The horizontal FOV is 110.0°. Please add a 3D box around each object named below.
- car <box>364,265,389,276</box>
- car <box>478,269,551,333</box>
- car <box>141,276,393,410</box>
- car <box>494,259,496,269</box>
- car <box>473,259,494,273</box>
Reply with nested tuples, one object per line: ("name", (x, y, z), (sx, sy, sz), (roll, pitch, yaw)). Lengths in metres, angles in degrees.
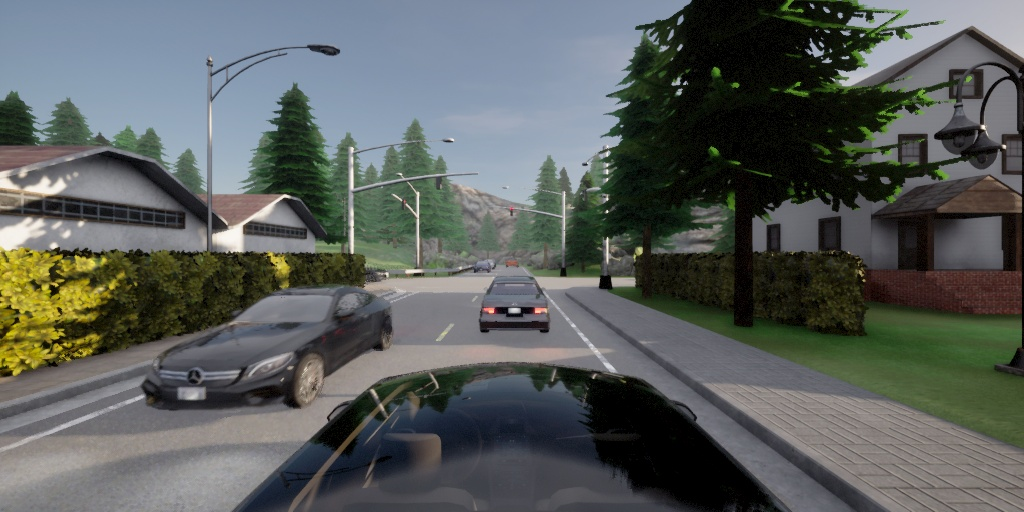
("car", (-11.575, 1.226, 26.301), (4.902, 1.511, 2.128), (0, 0, 0))
("car", (0.076, 1.297, 10.729), (2.033, 1.411, 5.357), (0, 0, 0))
("car", (-3.556, 1.276, 6.331), (1.812, 1.442, 4.674), (0, 0, 1))
("car", (-3.561, 1.276, 53.665), (1.812, 1.442, 4.674), (0, 0, 0))
("car", (-3.567, 1.276, 43.648), (1.812, 1.442, 4.674), (0, 0, 0))
